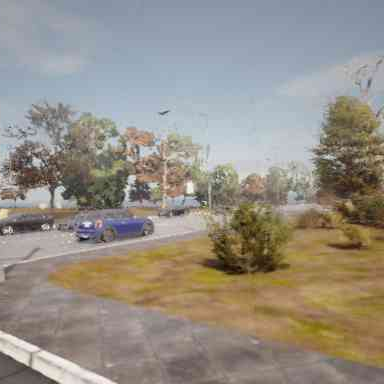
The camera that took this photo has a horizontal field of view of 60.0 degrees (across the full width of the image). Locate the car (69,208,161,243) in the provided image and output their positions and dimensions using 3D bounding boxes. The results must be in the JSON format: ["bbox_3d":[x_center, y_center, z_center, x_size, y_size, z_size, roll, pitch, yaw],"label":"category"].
[{"bbox_3d":[-4.205,1.747,18.837,2.097,1.767,4.553,-3,-2,34],"label":"car"}]

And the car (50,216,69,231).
[{"bbox_3d":[-7.882,2.235,26.098,2.033,1.411,5.357,-3,-2,33],"label":"car"}]

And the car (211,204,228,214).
[{"bbox_3d":[3.952,2.347,44.733,1.994,1.385,4.181,-3,-2,32],"label":"car"}]

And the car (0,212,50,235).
[{"bbox_3d":[-12.809,2.328,24.992,1.837,1.490,4.892,-3,-2,33],"label":"car"}]

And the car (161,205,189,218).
[{"bbox_3d":[-2.309,2.364,41.382,1.882,1.535,5.008,-3,-2,32],"label":"car"}]
